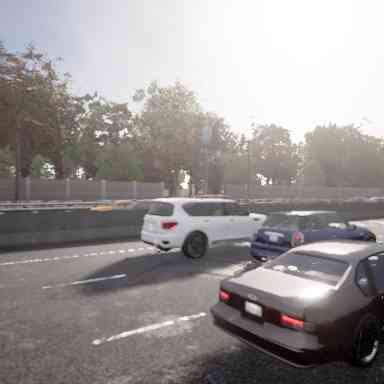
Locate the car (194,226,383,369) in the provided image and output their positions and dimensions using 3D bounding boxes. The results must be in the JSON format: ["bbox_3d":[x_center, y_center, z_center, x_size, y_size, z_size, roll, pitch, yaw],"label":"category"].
[{"bbox_3d":[2.843,1.560,5.753,5.357,1.411,2.033,0,0,-35],"label":"car"}]

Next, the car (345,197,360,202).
[{"bbox_3d":[28.831,1.667,58.609,4.892,1.490,1.837,0,0,-35],"label":"car"}]

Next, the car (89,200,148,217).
[{"bbox_3d":[-7.246,1.589,33.165,5.357,1.411,2.033,0,0,-35],"label":"car"}]

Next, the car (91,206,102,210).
[{"bbox_3d":[-6.396,1.514,29.477,5.008,1.535,1.882,0,0,-35],"label":"car"}]

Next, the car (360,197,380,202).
[{"bbox_3d":[31.018,1.661,55.878,4.902,1.511,2.128,0,0,-35],"label":"car"}]

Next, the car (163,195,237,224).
[{"bbox_3d":[0.681,1.262,25.911,5.566,2.045,2.150,0,0,-35],"label":"car"}]

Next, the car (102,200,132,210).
[{"bbox_3d":[-4.243,1.513,26.712,5.008,1.535,1.882,0,0,-35],"label":"car"}]

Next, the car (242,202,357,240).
[{"bbox_3d":[4.117,1.374,10.944,4.553,1.767,2.097,0,0,-35],"label":"car"}]

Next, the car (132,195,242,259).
[{"bbox_3d":[0.787,1.242,12.874,5.566,2.045,2.150,0,0,-35],"label":"car"}]

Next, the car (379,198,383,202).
[{"bbox_3d":[15.514,1.409,23.309,4.553,1.767,2.097,0,0,-35],"label":"car"}]
